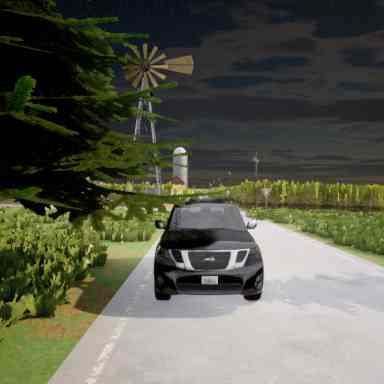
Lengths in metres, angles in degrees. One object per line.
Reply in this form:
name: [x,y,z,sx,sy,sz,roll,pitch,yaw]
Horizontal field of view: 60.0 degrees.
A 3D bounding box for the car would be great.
car: [0.336,1.221,8.709,2.150,2.045,5.566,0,0,0]
